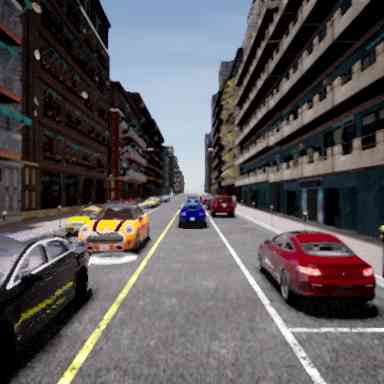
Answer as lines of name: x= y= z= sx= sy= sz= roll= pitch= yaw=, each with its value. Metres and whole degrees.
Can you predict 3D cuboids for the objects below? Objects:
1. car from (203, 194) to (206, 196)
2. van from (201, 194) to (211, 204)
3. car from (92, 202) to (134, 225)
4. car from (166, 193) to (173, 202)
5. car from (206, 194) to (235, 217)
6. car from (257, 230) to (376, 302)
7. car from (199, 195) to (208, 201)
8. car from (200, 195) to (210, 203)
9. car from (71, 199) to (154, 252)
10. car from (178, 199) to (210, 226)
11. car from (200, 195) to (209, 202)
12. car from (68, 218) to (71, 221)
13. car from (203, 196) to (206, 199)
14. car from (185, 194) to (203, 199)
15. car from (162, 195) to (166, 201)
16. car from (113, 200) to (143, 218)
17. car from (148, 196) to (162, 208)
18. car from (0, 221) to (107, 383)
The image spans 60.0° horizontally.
car: x=2.693 y=1.321 z=57.659 sx=1.967 sy=1.590 sz=4.097 roll=1 pitch=0 yaw=0
van: x=2.694 y=1.212 z=63.182 sx=1.690 sy=1.788 sz=3.998 roll=1 pitch=0 yaw=0
car: x=-5.685 y=1.497 z=24.531 sx=2.008 sy=1.369 sz=4.403 roll=1 pitch=0 yaw=0
car: x=-5.690 y=1.411 z=68.718 sx=2.008 sy=1.369 sz=4.403 roll=1 pitch=0 yaw=0
car: x=2.698 y=1.250 z=30.042 sx=2.192 sy=1.841 sz=5.009 roll=1 pitch=0 yaw=0
car: x=2.697 y=1.564 z=7.948 sx=1.802 sy=1.307 sz=4.206 roll=1 pitch=0 yaw=0
car: x=2.689 y=1.408 z=79.753 sx=1.947 sy=1.339 sz=4.313 roll=0 pitch=0 yaw=0
car: x=2.691 y=1.406 z=68.706 sx=1.887 sy=1.381 sz=4.507 roll=1 pitch=0 yaw=0
car: x=-3.001 y=1.322 z=13.647 sx=2.097 sy=1.767 sz=4.553 roll=0 pitch=0 yaw=0
car: x=0.044 y=1.476 z=22.702 sx=1.812 sy=1.442 sz=4.674 roll=0 pitch=0 yaw=1
car: x=2.690 y=1.396 z=74.229 sx=1.887 sy=1.381 sz=4.507 roll=1 pitch=0 yaw=0
car: x=-5.684 y=1.484 z=18.838 sx=1.752 sy=1.417 sz=4.829 roll=1 pitch=0 yaw=0
car: x=2.694 y=1.479 z=41.088 sx=1.947 sy=1.339 sz=4.313 roll=1 pitch=0 yaw=0
car: x=0.090 y=1.256 z=45.468 sx=2.097 sy=1.767 sz=4.553 roll=0 pitch=0 yaw=0
car: x=-5.688 y=1.441 z=52.148 sx=2.008 sy=1.369 sz=4.403 roll=1 pitch=0 yaw=0
car: x=-5.686 y=1.479 z=30.055 sx=1.887 sy=1.381 sz=4.507 roll=1 pitch=0 yaw=0
car: x=-5.687 y=1.427 z=46.454 sx=1.752 sy=1.417 sz=4.829 roll=1 pitch=0 yaw=0
car: x=-3.091 y=1.480 z=5.211 sx=2.128 sy=1.511 sz=4.902 roll=0 pitch=0 yaw=0
